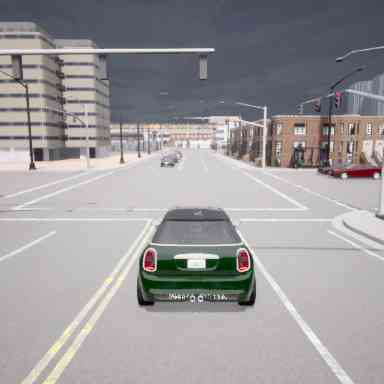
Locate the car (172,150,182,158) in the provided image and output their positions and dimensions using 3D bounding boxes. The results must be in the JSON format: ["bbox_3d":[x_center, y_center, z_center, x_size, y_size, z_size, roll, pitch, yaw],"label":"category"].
[{"bbox_3d":[-3.365,-8.942,77.551,2.097,1.767,4.553,0,8,0],"label":"car"}]

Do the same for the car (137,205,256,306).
[{"bbox_3d":[0.089,1.074,7.671,2.097,1.767,4.553,0,4,0],"label":"car"}]

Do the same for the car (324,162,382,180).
[{"bbox_3d":[16.038,-2.065,32.299,5.008,1.535,1.882,0,8,0],"label":"car"}]

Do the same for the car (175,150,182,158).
[{"bbox_3d":[-3.393,-7.269,67.501,1.812,1.442,4.674,0,8,1],"label":"car"}]

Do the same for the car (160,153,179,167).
[{"bbox_3d":[-3.528,-4.521,48.869,2.128,1.511,4.902,0,8,1],"label":"car"}]

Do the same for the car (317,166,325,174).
[{"bbox_3d":[16.383,-2.514,35.777,5.357,1.411,2.033,0,8,0],"label":"car"}]

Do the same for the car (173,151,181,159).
[{"bbox_3d":[-3.479,-5.929,58.206,1.882,1.535,5.008,0,9,0],"label":"car"}]
